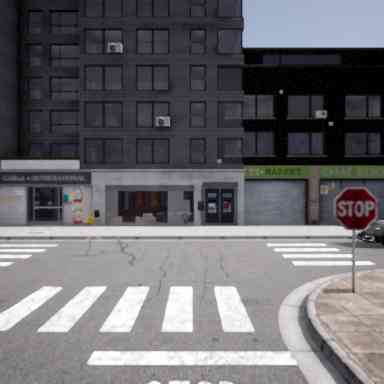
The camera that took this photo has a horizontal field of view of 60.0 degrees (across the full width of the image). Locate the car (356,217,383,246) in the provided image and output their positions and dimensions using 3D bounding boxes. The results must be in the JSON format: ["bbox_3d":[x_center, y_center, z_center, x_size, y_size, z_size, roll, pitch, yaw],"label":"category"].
[{"bbox_3d":[9.282,1.474,13.875,4.892,1.490,1.837,0,0,0],"label":"car"}]
